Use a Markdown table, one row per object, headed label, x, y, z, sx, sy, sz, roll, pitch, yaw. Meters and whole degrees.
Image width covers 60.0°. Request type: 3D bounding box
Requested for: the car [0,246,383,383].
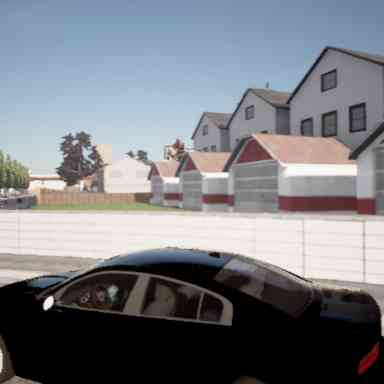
| label | x | y | z | sx | sy | sz | roll | pitch | yaw |
| --- | --- | --- | --- | --- | --- | --- | --- | --- | --- |
| car | -0.500 | 1.433 | 4.005 | 5.008 | 1.535 | 1.882 | -1 | 1 | 23 |
